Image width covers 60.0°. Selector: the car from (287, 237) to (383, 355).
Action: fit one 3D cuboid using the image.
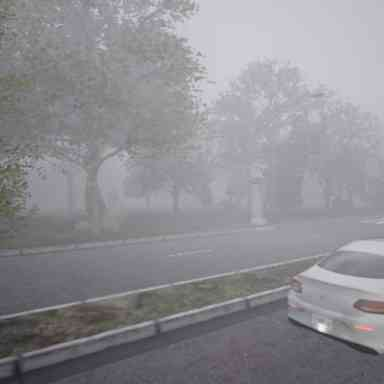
[{"bbox_3d":[3.574,1.514,5.691,4.674,1.442,1.812,0,0,-36],"label":"car"}]
